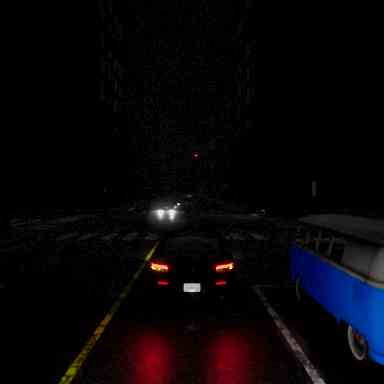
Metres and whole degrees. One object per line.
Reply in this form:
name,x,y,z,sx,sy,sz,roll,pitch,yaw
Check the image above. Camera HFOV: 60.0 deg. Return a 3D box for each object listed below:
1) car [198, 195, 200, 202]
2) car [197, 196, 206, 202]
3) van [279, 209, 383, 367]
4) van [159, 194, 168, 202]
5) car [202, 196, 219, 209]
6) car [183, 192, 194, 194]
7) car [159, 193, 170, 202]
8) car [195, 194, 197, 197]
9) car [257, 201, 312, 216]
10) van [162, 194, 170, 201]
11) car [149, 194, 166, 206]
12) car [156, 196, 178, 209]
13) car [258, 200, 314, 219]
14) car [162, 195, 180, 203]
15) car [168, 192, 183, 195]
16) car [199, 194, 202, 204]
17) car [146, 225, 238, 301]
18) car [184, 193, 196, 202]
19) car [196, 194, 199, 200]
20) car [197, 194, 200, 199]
car,2.506,1.536,55.737,2.008,1.369,4.403,0,0,-1
car,2.206,1.547,77.839,1.802,1.307,4.206,0,0,-1
van,2.855,1.341,5.497,1.690,1.788,3.998,0,0,0
van,-6.244,1.312,72.198,1.690,1.788,3.998,0,0,-1
car,2.653,1.516,44.857,1.752,1.417,4.829,0,0,-1
car,-0.737,1.077,84.243,2.150,2.045,5.566,0,0,-1
car,-6.319,1.280,77.724,2.192,1.841,5.009,0,0,-1
car,2.281,1.522,72.314,2.008,1.369,4.403,0,0,-1
car,8.825,1.587,32.065,4.718,1.301,1.895,0,0,-1
van,-6.391,1.300,83.248,1.690,1.788,3.998,0,0,-1
car,-6.020,1.300,55.622,2.192,1.841,5.009,0,0,-1
car,-3.299,1.592,44.706,1.895,1.301,4.718,0,0,-1
car,8.255,1.499,28.809,4.892,1.490,1.837,0,0,-1
car,-3.425,1.550,54.662,1.994,1.385,4.181,0,0,-1
car,-3.529,1.328,67.381,2.097,1.767,4.553,0,0,0
car,2.580,1.428,50.212,1.967,1.590,4.097,0,0,-1
car,0.001,1.525,8.175,1.812,1.442,4.674,0,0,0
car,-0.603,1.562,74.243,1.895,1.301,4.718,0,0,-1
car,2.356,1.521,66.789,1.887,1.381,4.507,0,0,-1
car,2.431,1.547,61.263,1.947,1.339,4.313,0,0,-1
